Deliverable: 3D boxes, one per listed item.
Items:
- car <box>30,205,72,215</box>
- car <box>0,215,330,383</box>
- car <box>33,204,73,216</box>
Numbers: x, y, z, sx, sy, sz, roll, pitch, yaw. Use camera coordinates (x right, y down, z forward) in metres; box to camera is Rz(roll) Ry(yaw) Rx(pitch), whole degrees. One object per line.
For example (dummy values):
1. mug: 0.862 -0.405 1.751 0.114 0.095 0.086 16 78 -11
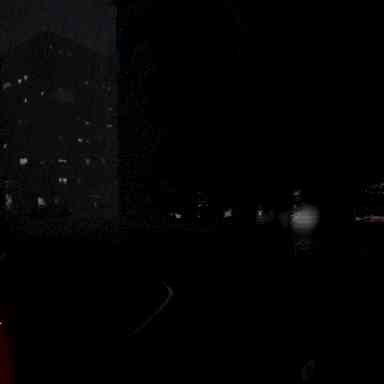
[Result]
1. car: -15.220 2.101 36.075 1.967 1.590 4.097 -3 -2 35
2. car: -1.140 1.347 3.703 5.009 1.841 2.192 -1 -1 36
3. car: -18.866 2.440 45.332 1.752 1.417 4.829 -2 -2 35
